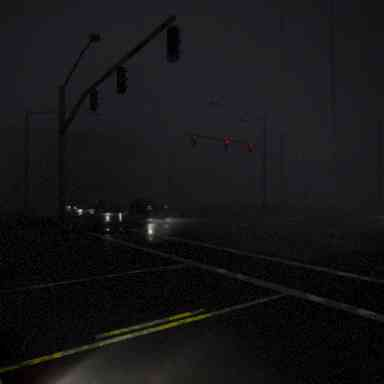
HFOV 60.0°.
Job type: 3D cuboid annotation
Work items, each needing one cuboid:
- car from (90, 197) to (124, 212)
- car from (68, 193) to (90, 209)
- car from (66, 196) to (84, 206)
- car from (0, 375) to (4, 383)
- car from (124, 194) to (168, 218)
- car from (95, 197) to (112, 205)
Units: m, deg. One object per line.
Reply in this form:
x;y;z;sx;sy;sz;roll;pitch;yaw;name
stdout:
-9.832;1.526;38.456;1.812;1.442;4.674;0;0;-36;car
-15.569;1.221;46.641;2.150;2.045;5.566;0;0;-33;car
-19.602;1.492;56.030;2.128;1.511;4.902;0;0;-10;car
-3.664;1.547;1.195;5.357;1.411;2.033;0;0;-35;car
-4.052;1.352;30.445;2.097;1.767;4.553;0;0;-36;car
-16.523;1.601;62.259;1.895;1.301;4.718;0;0;2;car
